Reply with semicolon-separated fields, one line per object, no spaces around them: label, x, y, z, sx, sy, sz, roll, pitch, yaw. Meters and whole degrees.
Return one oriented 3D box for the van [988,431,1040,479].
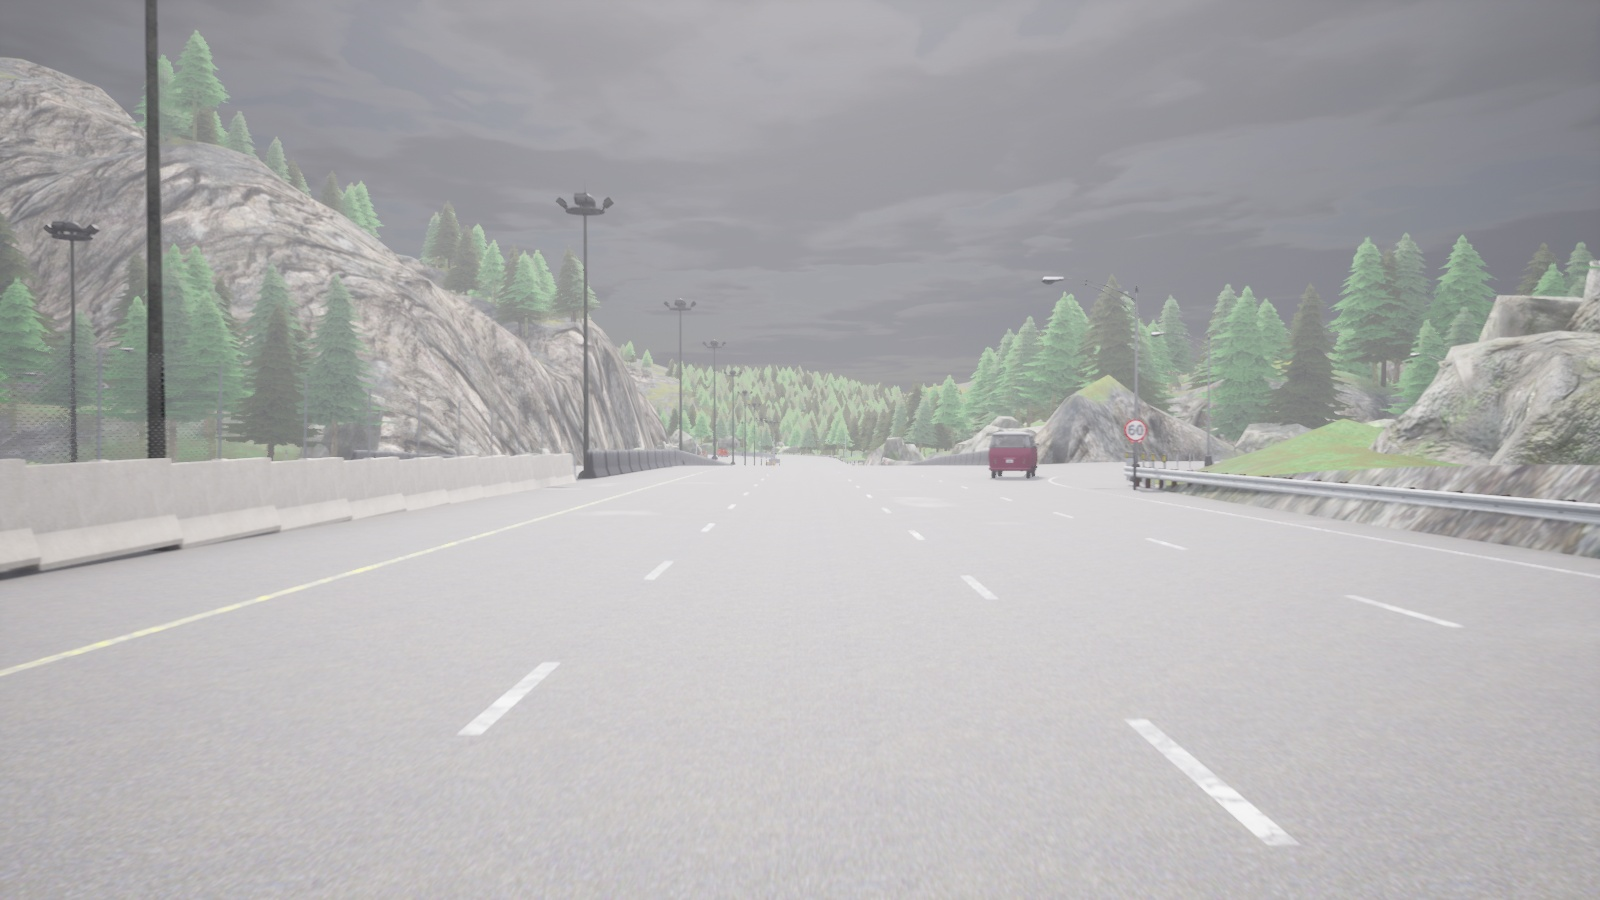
van;9.271;0.206;54.135;1.775;1.987;4.442;0;0;15
